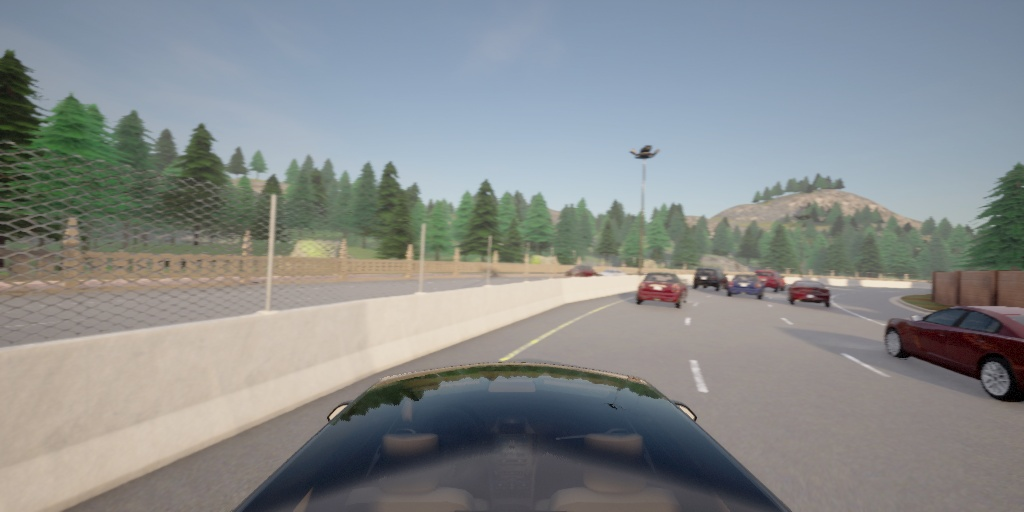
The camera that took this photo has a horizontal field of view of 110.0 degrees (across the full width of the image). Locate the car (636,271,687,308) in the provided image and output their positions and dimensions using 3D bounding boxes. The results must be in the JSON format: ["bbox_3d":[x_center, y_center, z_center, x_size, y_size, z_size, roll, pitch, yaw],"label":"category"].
[{"bbox_3d":[8.167,1.665,19.335,2.097,1.767,4.553,2,-1,30],"label":"car"}]

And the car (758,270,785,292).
[{"bbox_3d":[26.200,2.540,36.610,5.566,2.045,2.150,3,-1,-45],"label":"car"}]

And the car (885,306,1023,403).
[{"bbox_3d":[9.562,1.717,6.961,1.882,1.535,5.008,2,-1,24],"label":"car"}]

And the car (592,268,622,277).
[{"bbox_3d":[11.654,2.250,42.071,1.812,1.442,4.674,2,-1,42],"label":"car"}]

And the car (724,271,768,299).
[{"bbox_3d":[17.727,2.183,27.093,2.097,1.767,4.553,2,-1,37],"label":"car"}]

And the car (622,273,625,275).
[{"bbox_3d":[14.465,2.428,39.969,1.895,1.301,4.718,2,-1,43],"label":"car"}]

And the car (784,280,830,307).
[{"bbox_3d":[18.999,2.322,23.085,1.882,1.535,5.008,2,-1,35],"label":"car"}]

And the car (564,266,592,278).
[{"bbox_3d":[8.318,1.940,43.559,2.097,1.767,4.553,2,-1,42],"label":"car"}]

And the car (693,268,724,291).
[{"bbox_3d":[18.917,2.186,34.054,2.150,2.045,5.566,2,-1,41],"label":"car"}]
